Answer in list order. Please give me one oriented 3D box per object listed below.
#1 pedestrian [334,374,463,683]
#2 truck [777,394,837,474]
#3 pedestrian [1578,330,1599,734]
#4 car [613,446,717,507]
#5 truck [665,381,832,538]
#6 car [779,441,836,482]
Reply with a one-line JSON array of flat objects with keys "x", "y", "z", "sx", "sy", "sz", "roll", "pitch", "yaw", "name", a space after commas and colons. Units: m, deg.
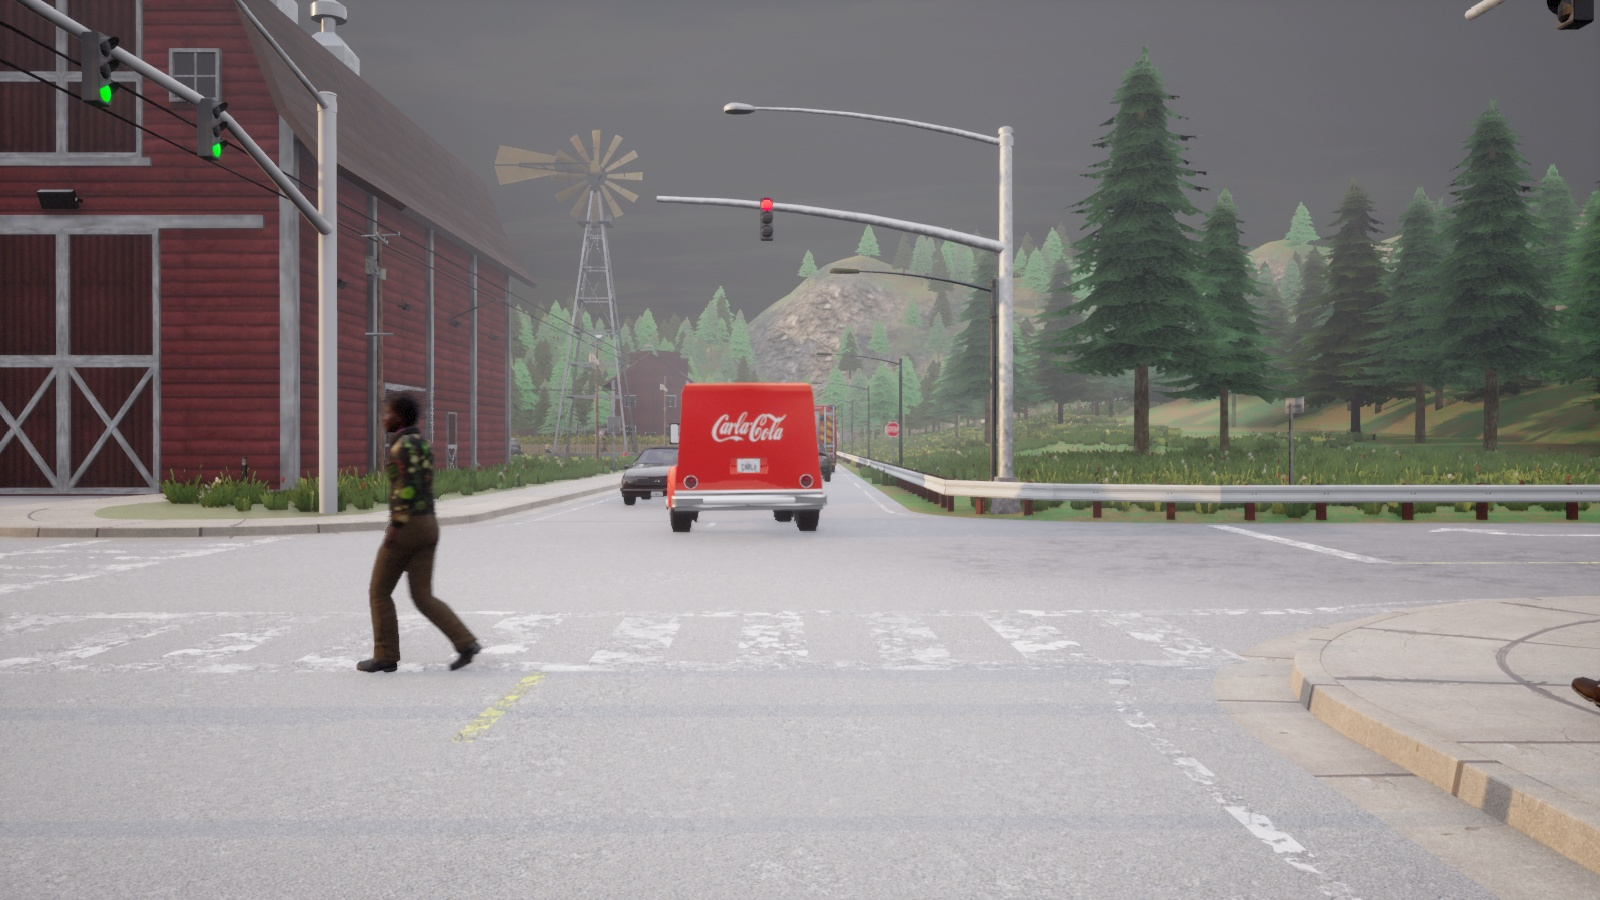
[{"x": -2.575, "y": 0.491, "z": 8.087, "sx": 0.692, "sy": 1.930, "sz": 0.395, "roll": 0, "pitch": 0, "yaw": 6, "name": "pedestrian"}, {"x": 0.373, "y": -0.783, "z": 64.702, "sx": 2.891, "sy": 3.827, "sz": 8.468, "roll": 0, "pitch": 0, "yaw": 0, "name": "truck"}, {"x": 3.832, "y": 0.374, "z": 5.495, "sx": 0.370, "sy": 1.835, "sz": 0.726, "roll": 0, "pitch": 0, "yaw": -4, "name": "pedestrian"}, {"x": -3.308, "y": 0.611, "z": 31.870, "sx": 2.033, "sy": 1.411, "sz": 5.357, "roll": 0, "pitch": 0, "yaw": 0, "name": "car"}, {"x": -1.068, "y": 0.124, "z": 22.441, "sx": 2.627, "sy": 2.467, "sz": 5.204, "roll": 0, "pitch": 0, "yaw": -6, "name": "truck"}, {"x": 0.289, "y": 0.423, "z": 49.577, "sx": 2.128, "sy": 1.511, "sz": 4.902, "roll": 0, "pitch": 0, "yaw": 0, "name": "car"}]
